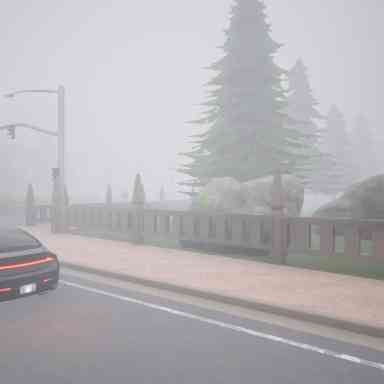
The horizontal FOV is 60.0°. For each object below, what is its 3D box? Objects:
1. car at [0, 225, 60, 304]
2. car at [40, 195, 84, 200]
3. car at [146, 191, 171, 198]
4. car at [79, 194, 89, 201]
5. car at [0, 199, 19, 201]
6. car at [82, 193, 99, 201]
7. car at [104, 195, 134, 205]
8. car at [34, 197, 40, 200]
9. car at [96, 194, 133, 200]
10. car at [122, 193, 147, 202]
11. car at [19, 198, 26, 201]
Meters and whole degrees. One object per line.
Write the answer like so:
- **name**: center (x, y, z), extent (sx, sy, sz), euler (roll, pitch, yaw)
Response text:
- **car**: center (-4.937, 1.505, 7.460), extent (4.892, 1.490, 1.837), euler (0, 0, 36)
- **car**: center (-17.514, 1.526, 44.898), extent (1.812, 1.442, 4.674), euler (0, 0, 36)
- **car**: center (-5.985, 0.845, 60.998), extent (2.150, 2.045, 5.566), euler (0, 3, 36)
- **car**: center (-18.505, 1.491, 49.524), extent (2.128, 1.511, 4.902), euler (0, 0, 36)
- **car**: center (-22.619, 1.564, 37.788), extent (1.994, 1.385, 4.181), euler (0, 0, 36)
- **car**: center (-17.997, 1.197, 56.242), extent (2.150, 2.045, 5.566), euler (0, 1, 36)
- **car**: center (-12.647, 1.384, 57.722), extent (2.128, 1.511, 4.902), euler (0, 2, 36)
- **car**: center (-23.699, 1.505, 48.285), extent (1.837, 1.490, 4.892), euler (0, 0, 36)
- **car**: center (-12.151, 1.479, 52.399), extent (1.837, 1.490, 4.892), euler (0, 1, 36)
- **car**: center (-11.265, 1.091, 65.636), extent (1.837, 1.490, 4.892), euler (0, 3, 36)
- **car**: center (-23.999, 1.547, 41.863), extent (2.033, 1.411, 5.357), euler (0, 0, 36)
